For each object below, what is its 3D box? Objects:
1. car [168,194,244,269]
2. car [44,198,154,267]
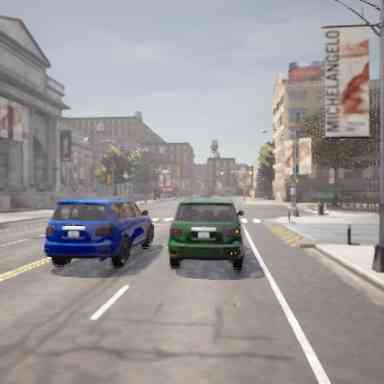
[{"bbox_3d":[0.596,1.221,11.394,2.150,2.045,5.566,0,0,6],"label":"car"},{"bbox_3d":[-2.901,1.221,11.607,2.150,2.045,5.566,0,0,6],"label":"car"}]
